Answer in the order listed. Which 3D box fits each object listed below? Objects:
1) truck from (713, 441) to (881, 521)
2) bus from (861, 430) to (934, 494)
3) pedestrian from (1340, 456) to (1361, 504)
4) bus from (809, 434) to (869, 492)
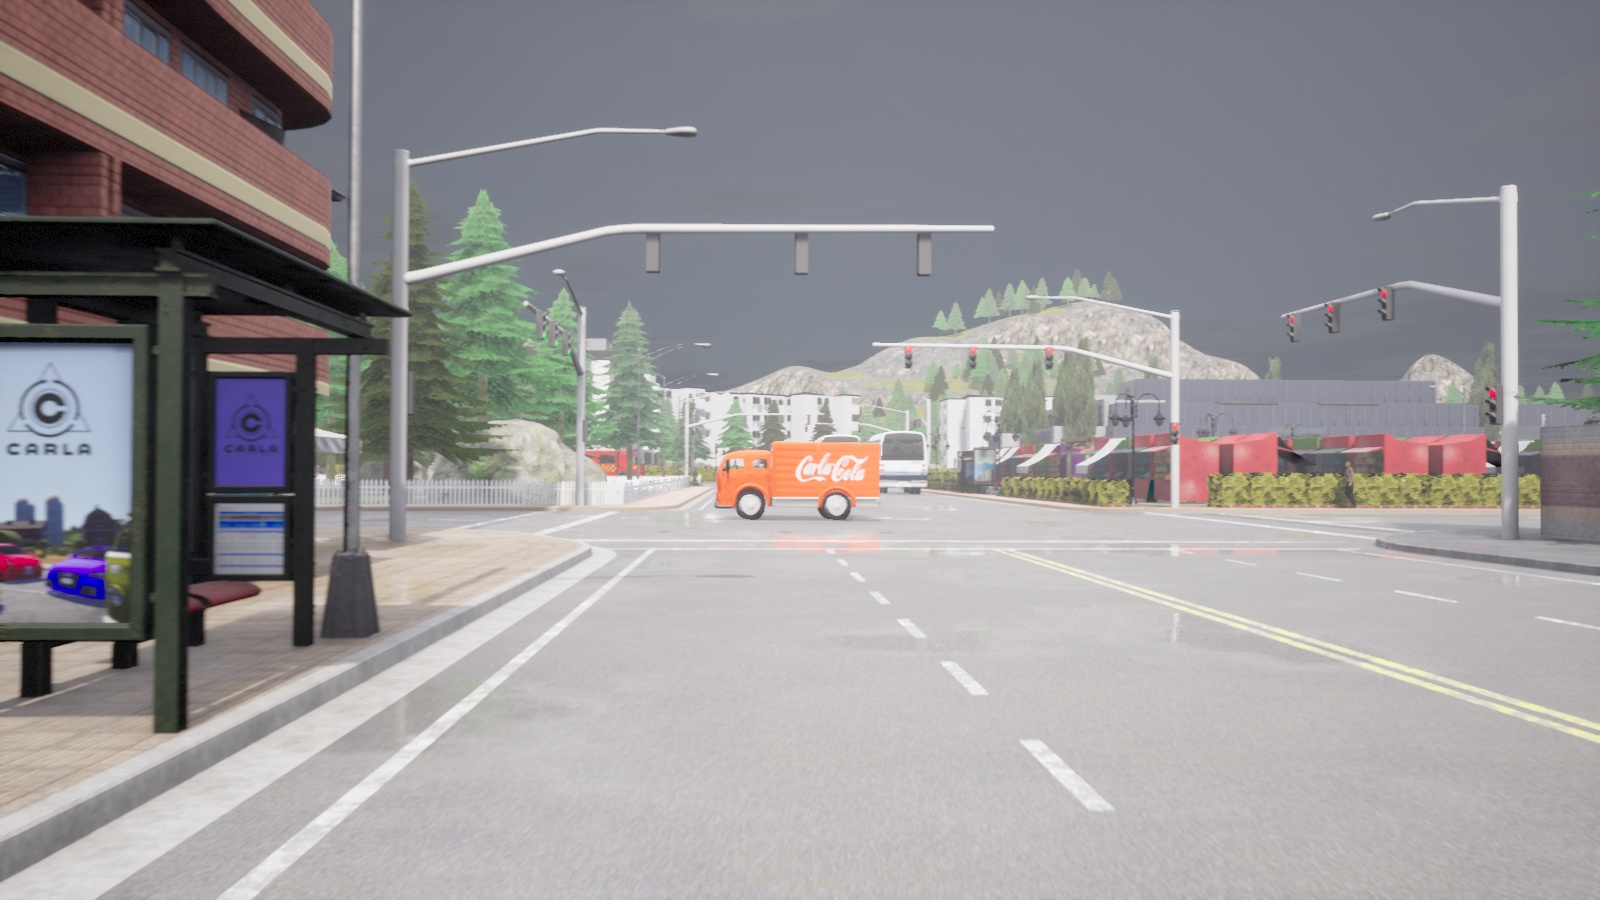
[{"bbox_3d":[-0.151,0.985,40.148,5.204,2.467,2.627,0,-1,-3],"label":"truck"},{"bbox_3d":[6.747,0.898,88.650,3.944,4.253,10.273,0,-1,-2],"label":"bus"},{"bbox_3d":[21.104,1.144,48.157,0.634,1.846,0.331,0,-1,0],"label":"pedestrian"},{"bbox_3d":[2.889,1.050,96.904,3.944,4.253,10.273,0,-1,-2],"label":"bus"}]
